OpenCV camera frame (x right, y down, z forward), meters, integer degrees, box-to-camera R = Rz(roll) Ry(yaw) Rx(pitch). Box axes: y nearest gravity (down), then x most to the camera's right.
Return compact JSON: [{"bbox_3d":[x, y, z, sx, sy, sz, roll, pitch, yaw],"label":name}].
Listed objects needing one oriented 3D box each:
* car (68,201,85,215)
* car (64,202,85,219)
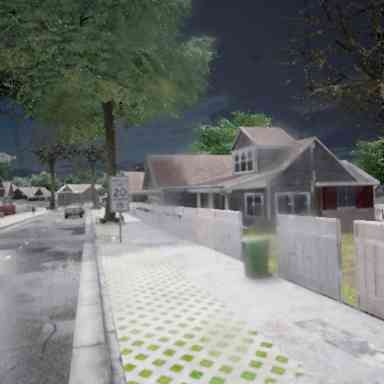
[{"bbox_3d":[-16.319,2.262,47.096,2.097,1.767,4.553,-2,-1,-17],"label":"car"},{"bbox_3d":[-13.331,2.175,37.654,2.128,1.511,4.902,-2,-1,-17],"label":"car"}]
